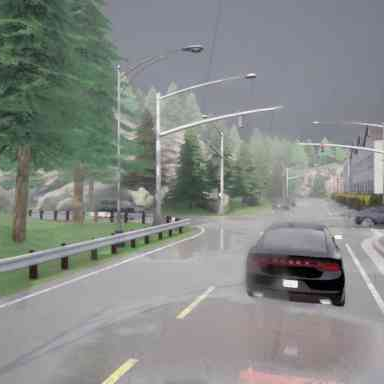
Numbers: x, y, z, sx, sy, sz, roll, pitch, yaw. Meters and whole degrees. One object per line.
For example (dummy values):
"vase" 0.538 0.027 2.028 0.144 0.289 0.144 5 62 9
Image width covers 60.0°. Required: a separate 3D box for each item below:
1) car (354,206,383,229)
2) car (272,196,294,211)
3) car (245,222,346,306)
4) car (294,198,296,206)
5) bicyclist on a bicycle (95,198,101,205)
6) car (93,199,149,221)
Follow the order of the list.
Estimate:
"car" 12.438 1.578 20.816 4.181 1.385 1.994 0 0 20
"car" 11.165 1.491 41.555 2.128 1.511 4.902 0 0 21
"car" 2.621 1.478 8.224 1.882 1.535 5.008 0 0 21
"car" 14.616 1.352 50.718 2.097 1.767 4.553 0 0 21
"bicyclist on a bicycle" -10.205 1.417 36.637 0.582 1.620 1.656 -2 5 20
"car" -5.818 1.367 27.515 4.553 1.767 2.097 0 0 20
